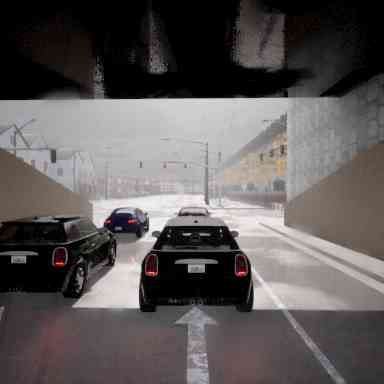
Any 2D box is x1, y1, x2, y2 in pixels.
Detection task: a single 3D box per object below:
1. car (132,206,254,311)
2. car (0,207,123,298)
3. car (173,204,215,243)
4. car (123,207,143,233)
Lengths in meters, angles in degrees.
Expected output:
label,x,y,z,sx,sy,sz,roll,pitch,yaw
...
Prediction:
label,x,y,z,sx,sy,sz,roll,pitch,yaw
car,0.080,1.352,7.915,2.097,1.767,4.553,0,0,0
car,-3.415,1.352,8.678,2.097,1.767,4.553,0,0,0
car,0.089,1.478,17.183,1.882,1.535,5.008,0,0,0
car,-3.411,1.526,17.729,1.812,1.442,4.674,0,0,0
